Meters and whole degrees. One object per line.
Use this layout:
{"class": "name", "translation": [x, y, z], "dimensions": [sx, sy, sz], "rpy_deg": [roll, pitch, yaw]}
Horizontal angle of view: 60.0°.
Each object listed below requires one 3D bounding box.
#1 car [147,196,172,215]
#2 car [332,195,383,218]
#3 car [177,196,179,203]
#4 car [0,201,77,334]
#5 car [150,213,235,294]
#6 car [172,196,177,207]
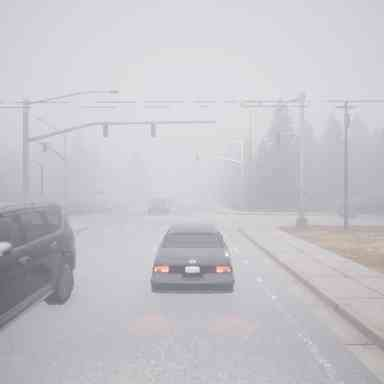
{"class": "car", "translation": [-3.398, 1.359, 33.782], "dimensions": [2.097, 1.767, 4.553], "rpy_deg": [0, 0, -6]}
{"class": "car", "translation": [15.531, 1.248, 29.618], "dimensions": [5.566, 2.045, 2.150], "rpy_deg": [0, 0, 1]}
{"class": "car", "translation": [-3.560, 1.506, 66.703], "dimensions": [1.837, 1.490, 4.892], "rpy_deg": [0, 0, 1]}
{"class": "car", "translation": [-3.604, 1.212, 5.181], "dimensions": [2.150, 2.045, 5.566], "rpy_deg": [0, 0, 0]}
{"class": "car", "translation": [0.029, 1.545, 8.963], "dimensions": [2.033, 1.411, 5.357], "rpy_deg": [0, 0, 0]}
{"class": "car", "translation": [-3.703, 1.525, 49.729], "dimensions": [1.812, 1.442, 4.674], "rpy_deg": [0, 0, 0]}
